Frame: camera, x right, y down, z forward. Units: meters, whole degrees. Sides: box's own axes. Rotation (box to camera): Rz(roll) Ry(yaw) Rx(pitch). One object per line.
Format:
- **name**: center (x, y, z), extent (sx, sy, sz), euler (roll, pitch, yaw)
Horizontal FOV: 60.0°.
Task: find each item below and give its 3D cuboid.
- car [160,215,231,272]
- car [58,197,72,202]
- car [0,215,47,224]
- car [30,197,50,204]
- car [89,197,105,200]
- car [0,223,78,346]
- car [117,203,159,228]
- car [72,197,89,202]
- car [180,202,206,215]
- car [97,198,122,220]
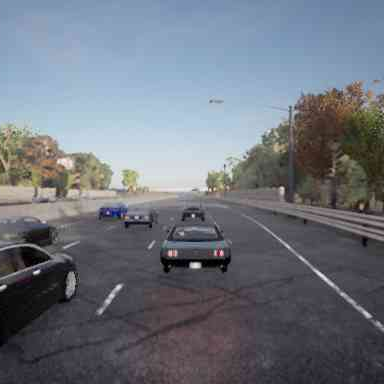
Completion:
- **car**: center (0.097, 1.640, 10.915), extent (1.895, 1.301, 4.718), euler (0, 0, 0)
- **car**: center (-24.510, 1.785, 64.777), extent (1.837, 1.490, 4.892), euler (0, 0, 0)
- **car**: center (-6.903, 1.612, 13.152), extent (1.994, 1.385, 4.181), euler (0, 0, 0)
- **car**: center (-28.012, 1.747, 61.561), extent (1.882, 1.535, 5.008), euler (0, 0, 0)
- **car**: center (-17.516, 1.749, 63.569), extent (1.882, 1.535, 5.008), euler (0, 0, 0)
- **car**: center (-3.407, 1.523, 5.387), extent (1.837, 1.490, 4.892), euler (0, 0, 0)
- **car**: center (-3.406, 1.635, 23.005), extent (2.033, 1.411, 5.357), euler (0, 0, 0)
- **car**: center (-21.011, 1.806, 64.823), extent (2.128, 1.511, 4.902), euler (0, 0, 0)
- **car**: center (0.094, 1.615, 28.388), extent (1.837, 1.490, 4.892), euler (0, 0, 0)
- **car**: center (-6.906, 1.594, 29.862), extent (1.882, 1.535, 5.008), euler (0, 0, 0)
